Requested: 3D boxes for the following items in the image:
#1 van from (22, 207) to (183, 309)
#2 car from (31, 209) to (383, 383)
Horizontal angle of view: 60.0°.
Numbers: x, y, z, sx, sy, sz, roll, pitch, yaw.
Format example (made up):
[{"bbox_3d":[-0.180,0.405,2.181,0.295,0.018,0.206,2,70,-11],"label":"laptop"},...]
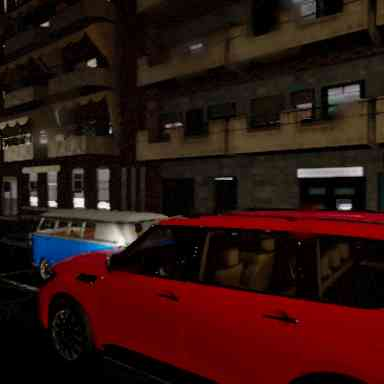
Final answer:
[{"bbox_3d":[-2.326,1.349,8.226,3.998,1.788,1.690,0,0,36],"label":"van"},{"bbox_3d":[0.443,1.230,4.045,5.566,2.045,2.150,0,0,36],"label":"car"}]
